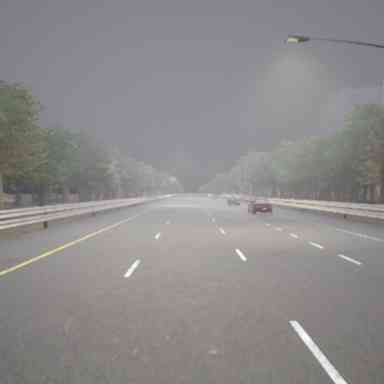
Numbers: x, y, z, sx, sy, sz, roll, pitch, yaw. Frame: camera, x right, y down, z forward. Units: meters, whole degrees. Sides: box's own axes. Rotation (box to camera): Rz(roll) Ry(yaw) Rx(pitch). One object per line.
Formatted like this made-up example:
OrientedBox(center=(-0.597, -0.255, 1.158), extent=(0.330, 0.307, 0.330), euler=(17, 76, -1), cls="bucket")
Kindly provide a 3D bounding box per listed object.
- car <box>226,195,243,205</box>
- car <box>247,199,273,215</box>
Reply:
OrientedBox(center=(7.054, 1.582, 57.973), extent=(2.033, 1.411, 5.357), euler=(0, 0, 0), cls="car")
OrientedBox(center=(7.007, 1.486, 34.590), extent=(1.882, 1.535, 5.008), euler=(0, 0, 0), cls="car")
